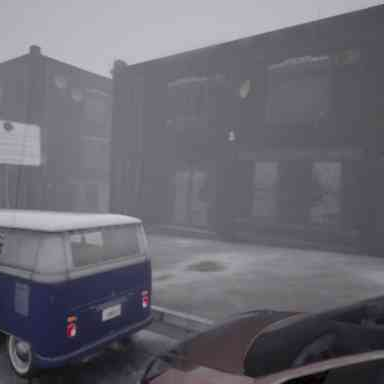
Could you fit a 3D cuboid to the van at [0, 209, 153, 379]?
[{"bbox_3d":[-2.798,1.299,5.530,4.442,1.987,1.878,-1,0,36],"label":"van"}]
